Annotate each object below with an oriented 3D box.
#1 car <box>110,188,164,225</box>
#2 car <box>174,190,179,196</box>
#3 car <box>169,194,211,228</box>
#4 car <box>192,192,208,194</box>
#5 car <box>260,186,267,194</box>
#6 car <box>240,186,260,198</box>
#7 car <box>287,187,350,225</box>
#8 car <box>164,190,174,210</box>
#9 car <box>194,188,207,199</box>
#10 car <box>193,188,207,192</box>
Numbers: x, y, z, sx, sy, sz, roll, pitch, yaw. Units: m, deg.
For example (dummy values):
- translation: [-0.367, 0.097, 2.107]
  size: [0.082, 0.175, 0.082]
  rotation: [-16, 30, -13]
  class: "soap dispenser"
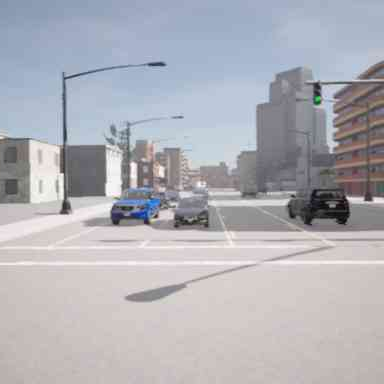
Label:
- translation: [-3.420, 0.806, 20.951]
  size: [2.150, 2.045, 5.566]
  rotation: [-1, 2, 3]
  class: "car"
- translation: [-2.533, 0.474, 41.081]
  size: [2.033, 1.411, 5.357]
  rotation: [-1, 2, 3]
  class: "car"
- translation: [0.005, 1.101, 19.065]
  size: [1.837, 1.490, 4.892]
  rotation: [-1, 2, 2]
  class: "car"
- translation: [0.386, 0.919, 28.317]
  size: [1.895, 1.301, 4.718]
  rotation: [-1, 2, 3]
  class: "car"
- translation: [12.239, -0.301, 59.895]
  size: [2.033, 1.411, 5.357]
  rotation: [-1, 1, 2]
  class: "car"
- translation: [8.338, 0.003, 49.856]
  size: [2.128, 1.511, 4.902]
  rotation: [-1, 2, 2]
  class: "car"
- translation: [7.225, 0.719, 19.534]
  size: [2.150, 2.045, 5.566]
  rotation: [-1, 2, 2]
  class: "car"
- translation: [-3.024, 0.787, 30.611]
  size: [1.837, 1.490, 4.892]
  rotation: [-1, 2, 2]
  class: "car"
- translation: [1.247, 0.186, 47.751]
  size: [1.812, 1.442, 4.674]
  rotation: [-1, 2, 2]
  class: "car"
- translation: [0.794, 0.510, 37.602]
  size: [1.837, 1.490, 4.892]
  rotation: [-1, 2, 3]
  class: "car"
